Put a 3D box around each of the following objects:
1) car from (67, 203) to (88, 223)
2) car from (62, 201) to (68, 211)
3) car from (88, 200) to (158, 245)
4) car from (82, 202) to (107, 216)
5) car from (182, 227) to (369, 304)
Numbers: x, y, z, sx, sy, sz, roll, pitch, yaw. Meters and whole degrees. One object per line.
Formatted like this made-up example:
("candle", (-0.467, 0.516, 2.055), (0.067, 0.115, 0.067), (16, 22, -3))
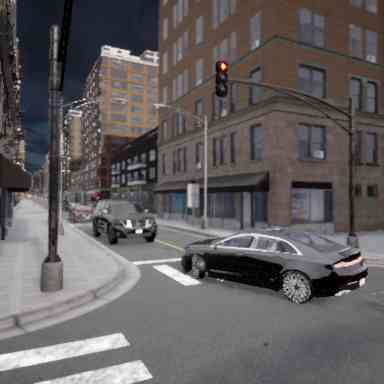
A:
("car", (-9.722, 1.900, 29.651), (1.812, 1.442, 4.674), (1, -1, -27))
("car", (-18.351, 2.086, 47.169), (1.837, 1.490, 4.892), (1, -1, -26))
("car", (-3.681, 1.456, 17.477), (2.150, 2.045, 5.566), (1, -1, -28))
("car", (-11.995, 2.022, 40.594), (2.128, 1.511, 4.902), (1, -1, -26))
("car", (1.804, 1.680, 8.616), (4.902, 1.511, 2.128), (-1, 1, 44))
